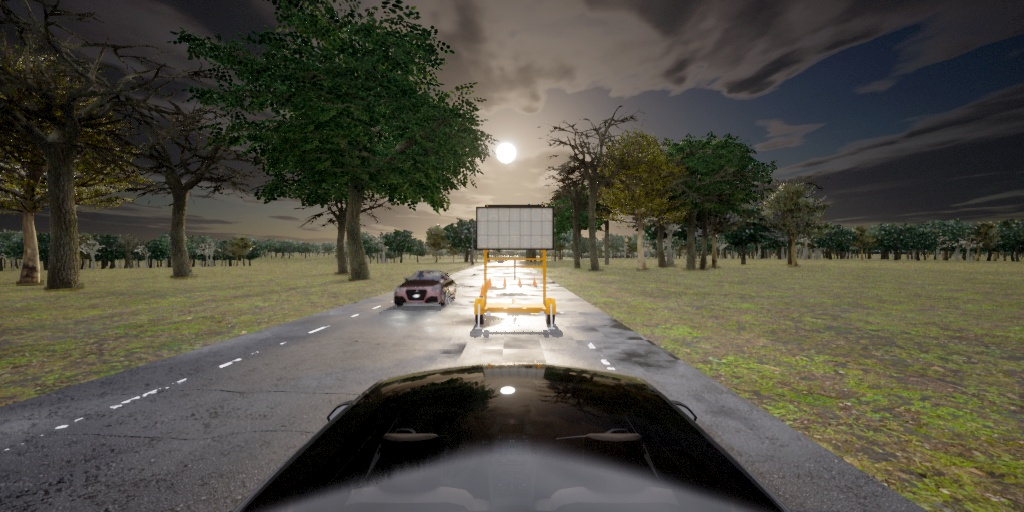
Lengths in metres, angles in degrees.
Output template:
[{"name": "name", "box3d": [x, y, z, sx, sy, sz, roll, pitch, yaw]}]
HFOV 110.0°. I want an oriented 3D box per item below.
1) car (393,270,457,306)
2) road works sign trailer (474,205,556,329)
[{"name": "car", "box3d": [-3.596, 1.311, 15.481, 1.994, 1.385, 4.181, 0, 0, 0]}, {"name": "road works sign trailer", "box3d": [0.089, 0.211, 11.181, 2.380, 3.560, 2.880, 0, 0, 0]}]
